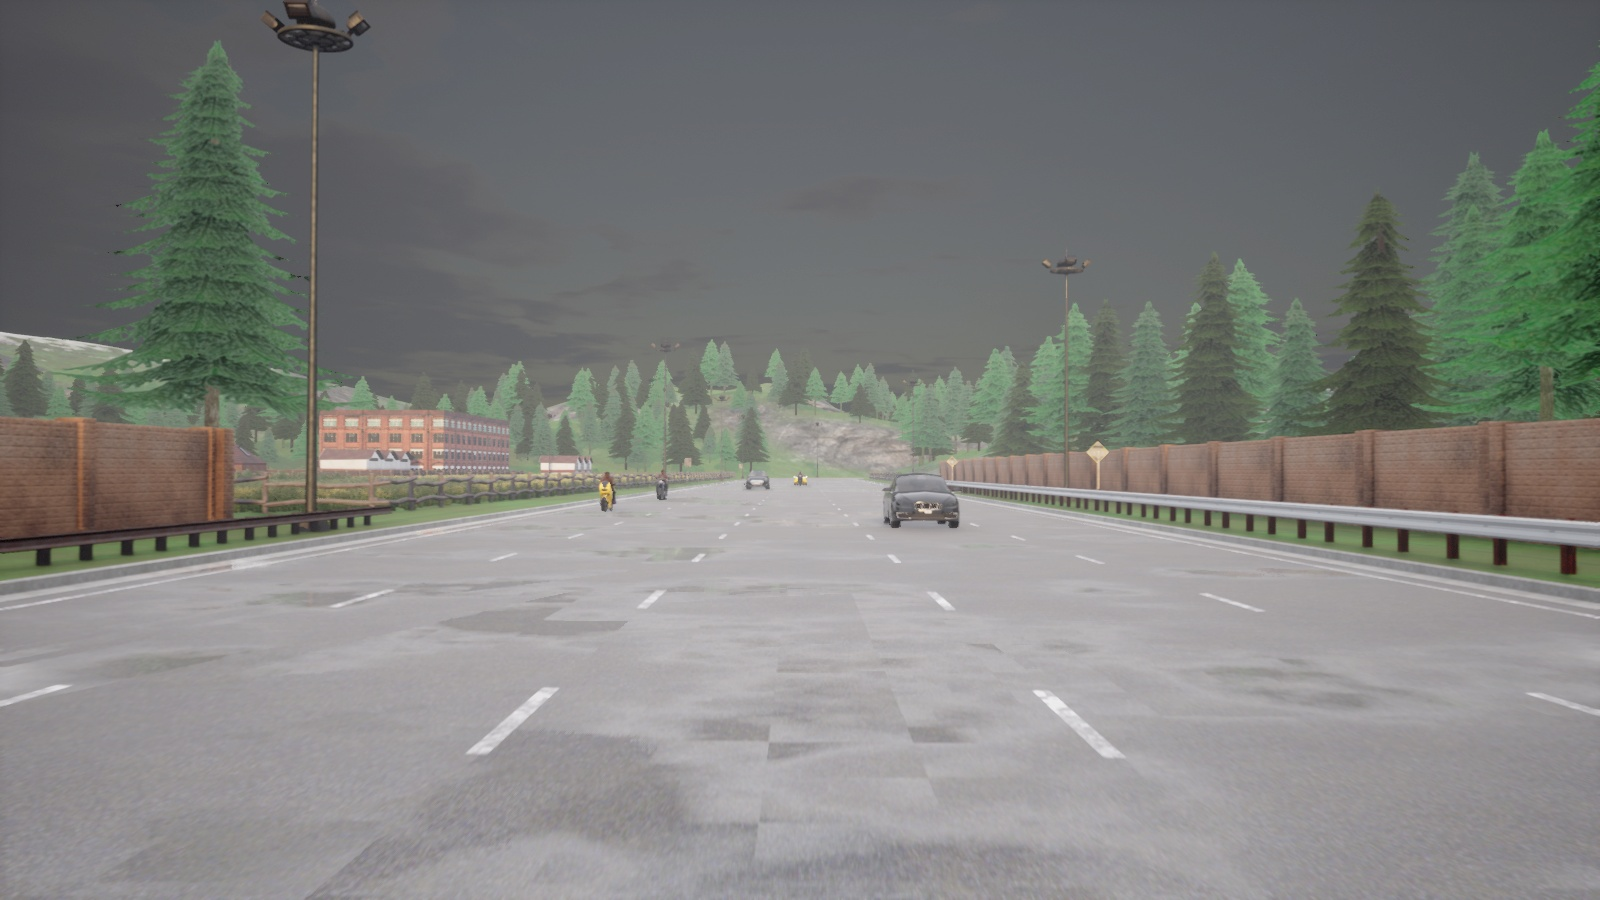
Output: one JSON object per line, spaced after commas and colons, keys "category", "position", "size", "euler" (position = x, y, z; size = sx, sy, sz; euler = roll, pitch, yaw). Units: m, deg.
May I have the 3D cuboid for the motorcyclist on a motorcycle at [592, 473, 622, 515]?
{"category": "motorcyclist on a motorcycle", "position": [-7.112, 1.601, 46.342], "size": [0.797, 1.523, 2.044], "euler": [0, -1, 0]}

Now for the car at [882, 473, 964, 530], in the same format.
{"category": "car", "position": [3.414, 1.403, 35.652], "size": [1.837, 1.490, 4.892], "euler": [0, -1, 0]}

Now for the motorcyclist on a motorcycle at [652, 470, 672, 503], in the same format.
{"category": "motorcyclist on a motorcycle", "position": [-7.155, 1.885, 65.214], "size": [0.766, 1.649, 2.350], "euler": [0, -1, 0]}
